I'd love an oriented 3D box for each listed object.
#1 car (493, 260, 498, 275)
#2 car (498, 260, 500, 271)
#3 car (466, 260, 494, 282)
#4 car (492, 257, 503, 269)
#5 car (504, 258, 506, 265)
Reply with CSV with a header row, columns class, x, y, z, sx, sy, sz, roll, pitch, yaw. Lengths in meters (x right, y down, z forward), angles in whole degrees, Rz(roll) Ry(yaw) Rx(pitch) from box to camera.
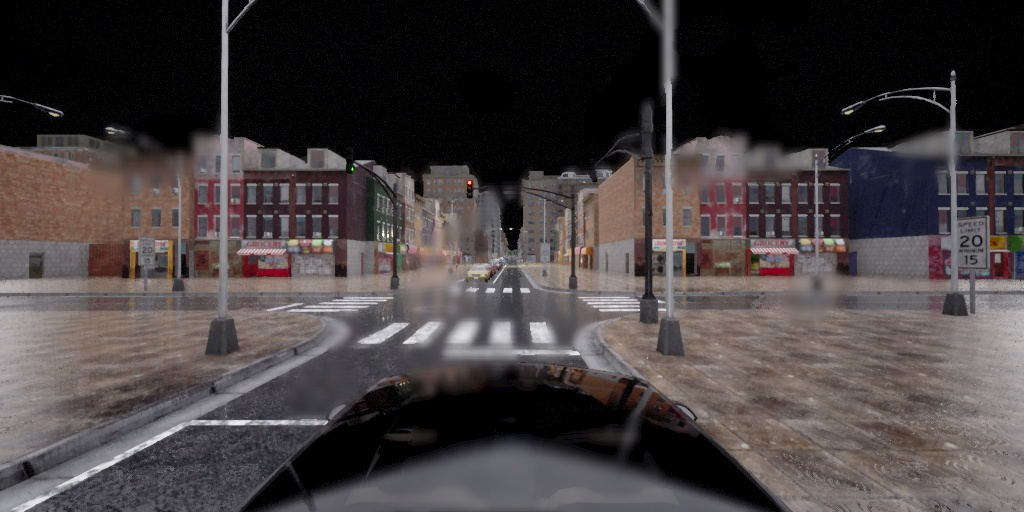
class,x,y,z,sx,sy,sz,roll,pitch,yaw
car,-2.638,1.322,34.486,1.888,1.381,4.507,0,0,0
car,-2.639,1.369,40.091,1.802,1.307,4.207,0,0,0
car,-2.638,1.294,28.712,1.751,1.417,4.829,0,0,0
car,-2.640,1.252,51.302,1.967,1.591,4.097,0,0,0
car,-2.641,1.157,62.512,2.192,1.841,5.009,0,0,0
